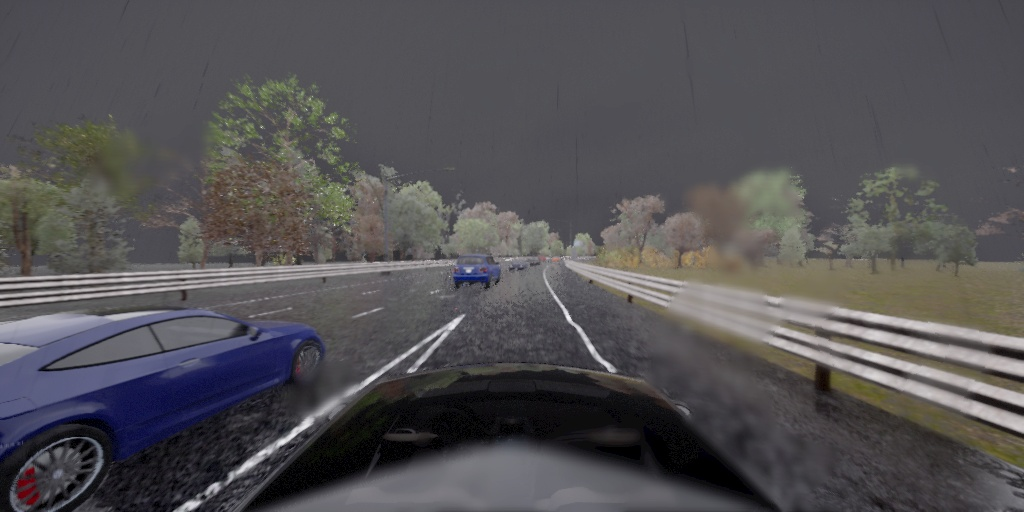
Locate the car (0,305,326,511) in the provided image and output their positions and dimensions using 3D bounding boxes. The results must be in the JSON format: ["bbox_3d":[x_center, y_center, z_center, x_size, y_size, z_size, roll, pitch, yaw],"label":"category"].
[{"bbox_3d":[-4.202,1.287,4.099,1.812,1.442,4.674,0,0,6],"label":"car"}]

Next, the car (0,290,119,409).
[{"bbox_3d":[-7.747,1.307,3.794,1.812,1.442,4.674,0,0,6],"label":"car"}]

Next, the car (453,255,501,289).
[{"bbox_3d":[-2.116,0.931,22.959,2.150,2.045,5.566,0,0,7],"label":"car"}]

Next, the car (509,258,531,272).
[{"bbox_3d":[0.856,1.252,44.485,1.895,1.301,4.718,0,0,9],"label":"car"}]
